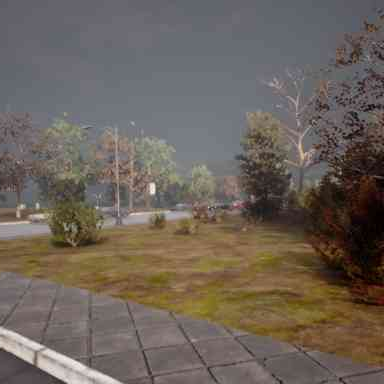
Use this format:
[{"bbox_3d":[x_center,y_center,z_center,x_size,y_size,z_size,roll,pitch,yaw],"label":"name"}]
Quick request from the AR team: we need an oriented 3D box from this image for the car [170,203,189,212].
[{"bbox_3d":[-1.670,2.684,57.121,2.033,1.411,5.357,-3,-2,32],"label":"car"}]

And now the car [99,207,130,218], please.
[{"bbox_3d":[-9.513,2.403,38.206,2.033,1.411,5.357,-3,-2,32],"label":"car"}]

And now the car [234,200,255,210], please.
[{"bbox_3d":[9.769,2.393,61.871,1.882,1.535,5.008,-3,-2,33],"label":"car"}]

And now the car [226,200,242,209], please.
[{"bbox_3d":[7.628,2.027,51.991,2.097,1.767,4.553,-3,-2,32],"label":"car"}]

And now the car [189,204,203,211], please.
[{"bbox_3d":[1.939,2.592,56.266,1.895,1.301,4.718,-3,-2,32],"label":"car"}]

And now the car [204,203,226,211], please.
[{"bbox_3d":[4.322,2.424,53.283,1.895,1.301,4.718,-3,-2,32],"label":"car"}]

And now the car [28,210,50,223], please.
[{"bbox_3d":[-15.114,2.594,35.903,1.895,1.301,4.718,-3,-2,33],"label":"car"}]
